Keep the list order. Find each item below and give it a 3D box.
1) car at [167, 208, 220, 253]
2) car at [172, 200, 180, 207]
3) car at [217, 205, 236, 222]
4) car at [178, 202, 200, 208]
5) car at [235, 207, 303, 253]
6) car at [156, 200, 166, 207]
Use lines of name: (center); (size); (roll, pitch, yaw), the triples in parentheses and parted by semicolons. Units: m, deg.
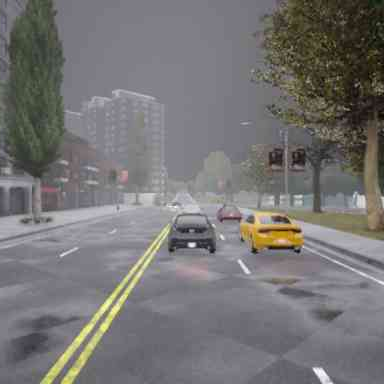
car: (0.001, 1.650, 14.309); (1.837, 1.490, 4.892); (0, 0, 0)
car: (-3.266, 2.462, 70.980); (2.033, 1.411, 5.357); (0, -1, 0)
car: (3.250, 1.873, 29.357); (1.994, 1.385, 4.181); (0, -1, 0)
car: (-0.001, 1.834, 29.378); (1.812, 1.442, 4.674); (0, -1, 0)
car: (3.252, 1.621, 14.477); (1.882, 1.535, 5.008); (0, 0, 0)
car: (-6.515, 2.446, 70.979); (1.812, 1.442, 4.674); (0, -1, 0)
